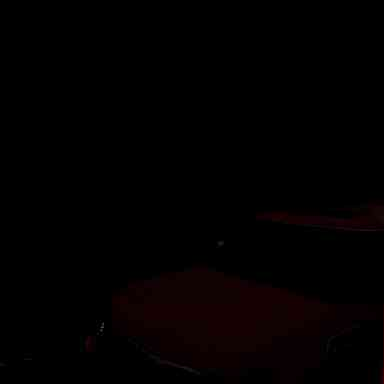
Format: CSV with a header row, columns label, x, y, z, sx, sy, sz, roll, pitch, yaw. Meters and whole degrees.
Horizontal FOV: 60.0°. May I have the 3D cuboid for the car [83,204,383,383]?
label,x,y,z,sx,sy,sz,roll,pitch,yaw
car,1.674,1.203,3.939,5.566,2.045,2.150,0,0,-33
